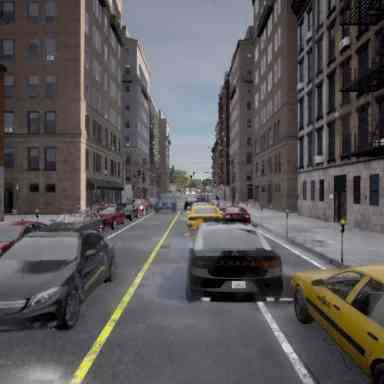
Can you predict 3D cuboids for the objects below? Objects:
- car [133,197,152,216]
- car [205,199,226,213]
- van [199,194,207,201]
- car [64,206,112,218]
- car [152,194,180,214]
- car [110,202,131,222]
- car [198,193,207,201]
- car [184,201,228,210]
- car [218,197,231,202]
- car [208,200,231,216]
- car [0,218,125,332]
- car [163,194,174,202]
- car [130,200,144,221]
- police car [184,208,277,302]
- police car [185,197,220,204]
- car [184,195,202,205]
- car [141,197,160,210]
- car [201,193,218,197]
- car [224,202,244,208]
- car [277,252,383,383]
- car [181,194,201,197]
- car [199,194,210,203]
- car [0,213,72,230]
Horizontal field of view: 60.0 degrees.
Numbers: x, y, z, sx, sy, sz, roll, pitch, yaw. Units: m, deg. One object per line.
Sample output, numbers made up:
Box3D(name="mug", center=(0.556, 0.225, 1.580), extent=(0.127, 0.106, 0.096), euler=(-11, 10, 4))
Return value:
Box3D(name="car", center=(-5.390, 1.436, 32.549), extent=(1.967, 1.590, 4.097), euler=(0, 0, 0))
Box3D(name="car", center=(2.635, 1.545, 38.232), extent=(2.008, 1.369, 4.403), euler=(0, 0, 0))
Box3D(name="van", center=(2.688, 1.324, 81.978), extent=(1.690, 1.788, 3.998), euler=(0, 0, 0))
Box3D(name="car", center=(-5.390, 1.549, 15.502), extent=(2.008, 1.369, 4.403), euler=(0, 0, 0))
Box3D(name="car", center=(-2.753, 1.216, 36.173), extent=(2.150, 2.045, 5.566), euler=(0, 0, 0))
Box3D(name="car", center=(-5.390, 1.542, 21.185), extent=(1.887, 1.381, 4.507), euler=(0, 0, 0))
Box3D(name="car", center=(2.683, 1.296, 87.482), extent=(2.192, 1.841, 5.009), euler=(0, 0, 0))
Box3D(name="car", center=(0.716, 1.480, 18.353), extent=(1.882, 1.535, 5.008), euler=(0, 0, 2))
Box3D(name="car", center=(2.635, 1.437, 26.868), extent=(1.967, 1.590, 4.097), euler=(0, 0, 0))
Box3D(name="car", center=(2.635, 1.540, 32.550), extent=(1.887, 1.381, 4.507), euler=(0, 0, 0))
Box3D(name="car", center=(-2.852, 1.525, 7.004), extent=(1.812, 1.442, 4.674), euler=(0, 0, 0))
Box3D(name="car", center=(-5.422, 1.300, 76.473), extent=(2.192, 1.841, 5.009), euler=(0, 0, 0))
Box3D(name="car", center=(-5.390, 1.563, 26.867), extent=(1.947, 1.339, 4.313), euler=(0, 0, 0))
Box3D(name="police car", center=(0.823, 1.425, 8.435), extent=(1.930, 1.638, 5.238), euler=(0, 0, 0))
Box3D(name="police car", center=(0.707, 1.422, 24.407), extent=(1.930, 1.638, 5.238), euler=(0, 0, -2))
Box3D(name="car", center=(0.009, 1.471, 42.463), extent=(1.882, 1.535, 5.008), euler=(0, 0, 0))
Box3D(name="car", center=(-5.391, 1.433, 43.913), extent=(1.967, 1.590, 4.097), euler=(0, 0, 0))
Box3D(name="car", center=(2.634, 1.308, 43.914), extent=(2.192, 1.841, 5.009), euler=(0, 0, 0))
Box3D(name="car", center=(2.635, 1.542, 21.185), extent=(1.887, 1.381, 4.507), euler=(0, 0, 0))
Box3D(name="car", center=(2.635, 1.525, 4.308), extent=(1.752, 1.417, 4.829), euler=(0, 0, 0))
Box3D(name="car", center=(0.339, 1.515, 51.777), extent=(1.812, 1.442, 4.674), euler=(0, 0, 23))
Box3D(name="car", center=(2.697, 1.301, 70.970), extent=(2.192, 1.841, 5.009), euler=(0, 0, 0))
Box3D(name="car", center=(-5.390, 1.544, 9.820), extent=(1.887, 1.381, 4.507), euler=(0, 0, 0))
